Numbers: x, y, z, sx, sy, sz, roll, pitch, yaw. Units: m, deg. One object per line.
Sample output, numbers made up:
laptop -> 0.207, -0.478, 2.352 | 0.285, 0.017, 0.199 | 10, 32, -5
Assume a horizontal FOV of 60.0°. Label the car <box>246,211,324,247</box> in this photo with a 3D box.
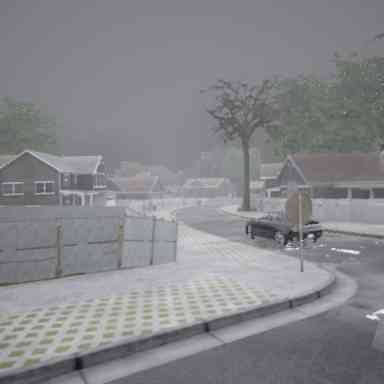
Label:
car -> 4.367, 1.690, 16.503 | 2.128, 1.511, 4.902 | -3, 0, -17
